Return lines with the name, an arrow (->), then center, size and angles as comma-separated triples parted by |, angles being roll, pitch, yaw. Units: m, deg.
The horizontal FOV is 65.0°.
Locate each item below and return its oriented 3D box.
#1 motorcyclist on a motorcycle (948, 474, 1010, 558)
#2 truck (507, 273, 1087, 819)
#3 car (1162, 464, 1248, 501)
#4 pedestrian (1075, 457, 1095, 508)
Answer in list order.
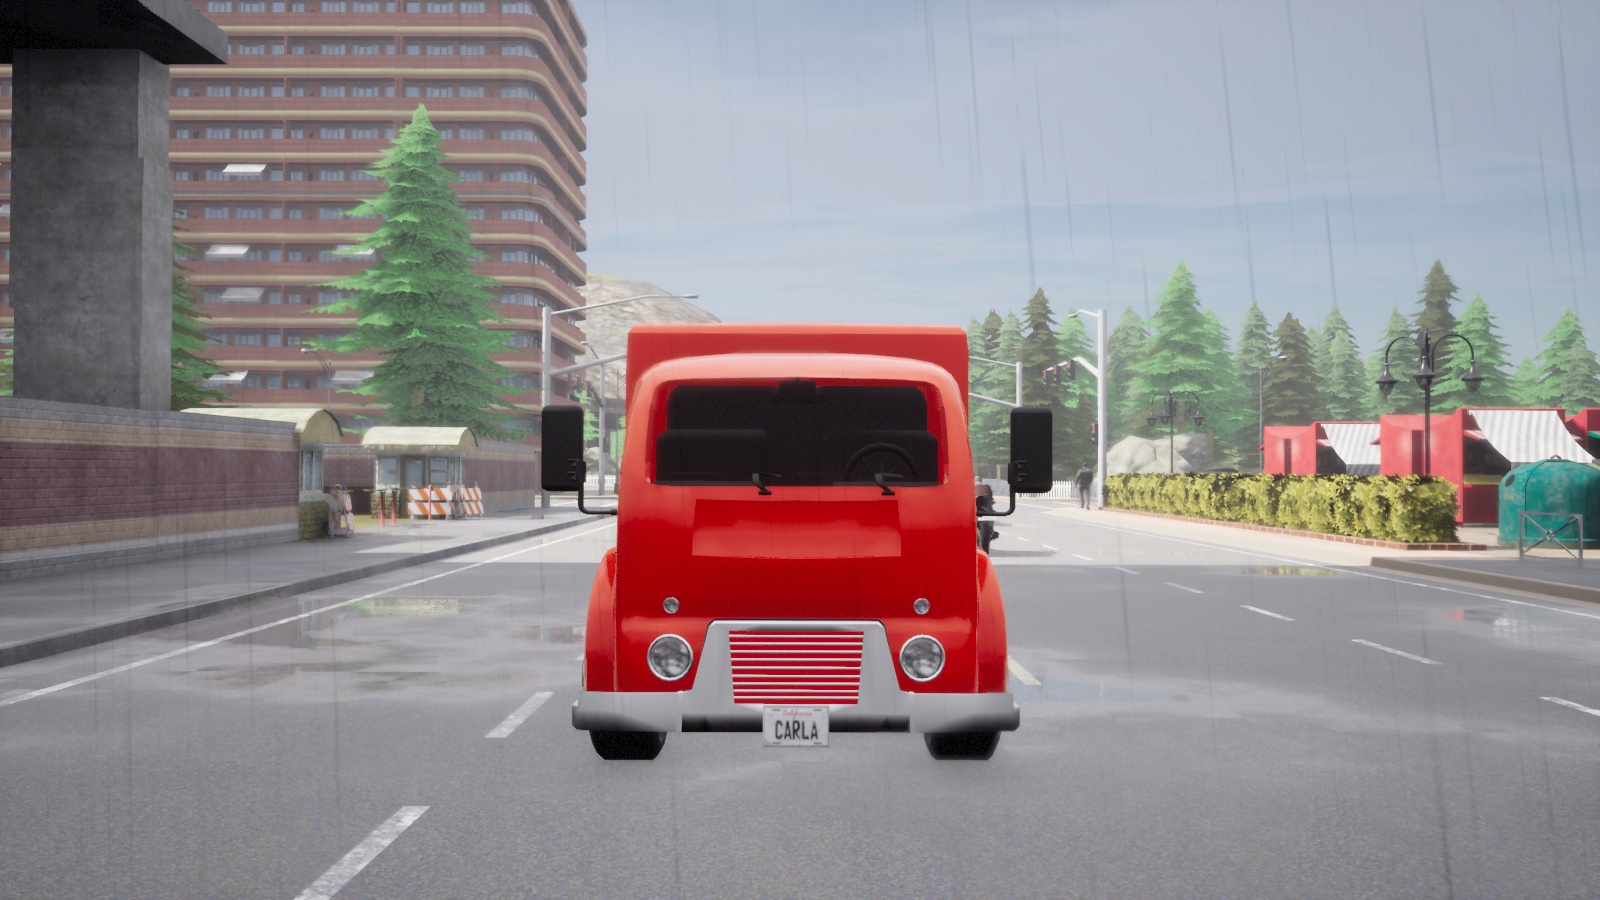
motorcyclist on a motorcycle -> 3.443, 1.244, 24.346 | 0.866, 1.530, 2.191 | 0, -1, 0
truck -> -0.022, 0.464, 8.309 | 2.627, 2.467, 5.204 | 0, -1, 0
car -> 21.057, 1.677, 65.370 | 3.866, 1.878, 1.905 | 0, -1, 0
pedestrian -> 10.591, 1.209, 46.723 | 0.563, 1.883, 0.849 | 0, -1, 2
